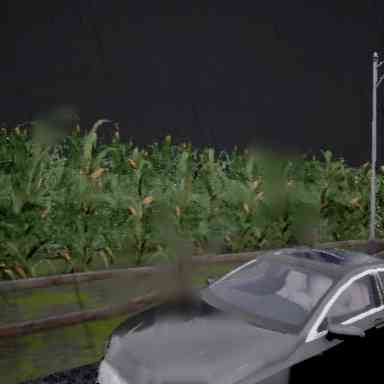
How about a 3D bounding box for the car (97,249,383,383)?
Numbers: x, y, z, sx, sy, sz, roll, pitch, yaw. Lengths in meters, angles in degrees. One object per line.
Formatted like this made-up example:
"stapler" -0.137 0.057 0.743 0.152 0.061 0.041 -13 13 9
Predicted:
"car" 1.371 1.520 3.992 4.902 1.511 2.128 1 0 -34
